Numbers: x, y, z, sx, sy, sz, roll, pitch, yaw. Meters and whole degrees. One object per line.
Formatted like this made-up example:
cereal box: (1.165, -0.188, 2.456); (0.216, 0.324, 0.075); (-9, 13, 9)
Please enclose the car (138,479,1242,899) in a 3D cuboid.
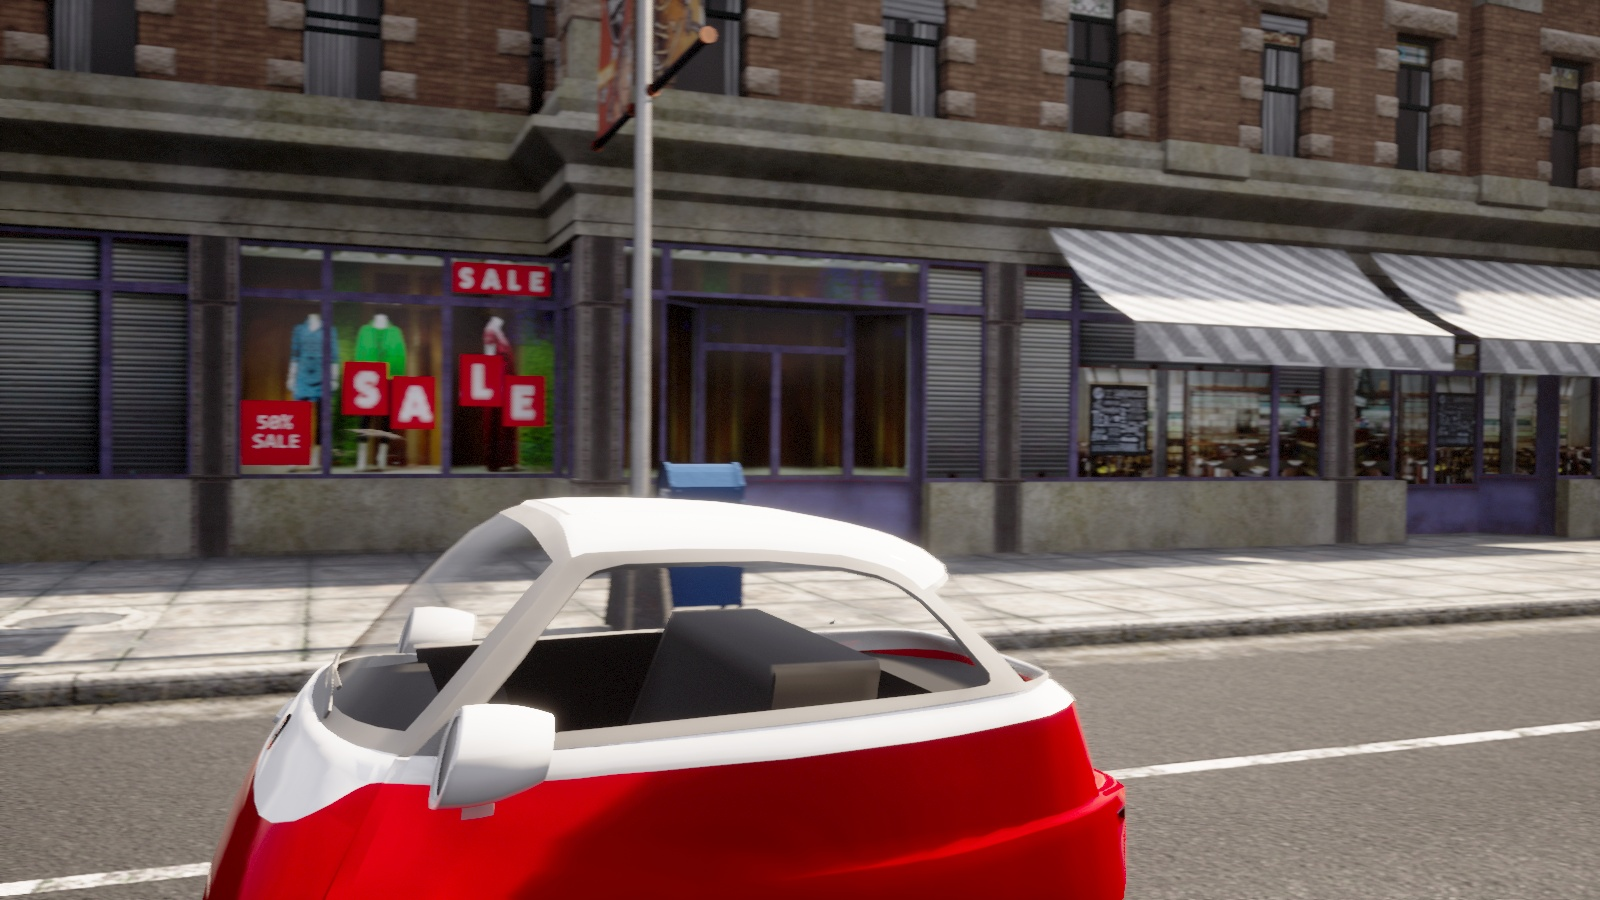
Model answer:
car: (-0.300, 0.805, 3.126); (2.207, 1.376, 1.481); (-1, 1, -21)
